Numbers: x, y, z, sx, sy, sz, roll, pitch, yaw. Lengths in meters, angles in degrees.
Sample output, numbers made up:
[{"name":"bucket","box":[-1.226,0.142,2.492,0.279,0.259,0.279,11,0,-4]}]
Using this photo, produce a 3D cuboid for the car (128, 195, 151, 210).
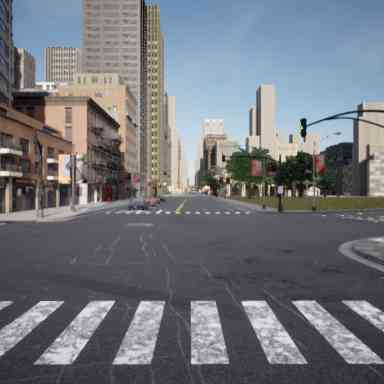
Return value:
[{"name":"car","box":[-6.659,1.478,41.507,1.812,1.442,4.674,0,0,0]}]

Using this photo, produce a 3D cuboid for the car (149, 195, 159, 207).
[{"name":"car","box":[-6.642,1.288,50.559,2.097,1.767,4.553,0,0,0]}]

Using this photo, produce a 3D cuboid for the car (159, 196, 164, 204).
[{"name":"car","box":[-6.631,1.483,59.610,1.994,1.385,4.181,0,0,0]}]

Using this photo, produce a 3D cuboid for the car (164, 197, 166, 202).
[{"name":"car","box":[-6.557,1.492,69.742,1.895,1.301,4.718,0,0,0]}]
